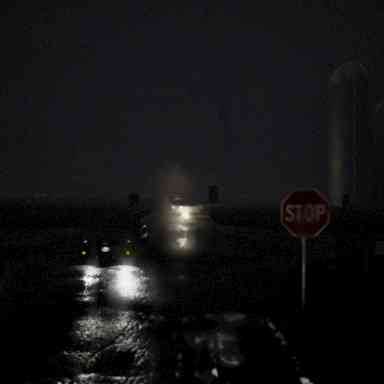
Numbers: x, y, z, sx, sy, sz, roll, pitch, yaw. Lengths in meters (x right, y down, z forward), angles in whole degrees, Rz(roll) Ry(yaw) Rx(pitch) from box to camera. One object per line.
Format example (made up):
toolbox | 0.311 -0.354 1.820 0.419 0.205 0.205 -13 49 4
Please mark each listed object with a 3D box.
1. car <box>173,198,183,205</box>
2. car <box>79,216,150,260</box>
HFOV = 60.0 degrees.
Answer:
car | -2.773 1.798 64.596 1.895 1.301 4.718 0 0 0
car | -2.752 1.639 12.604 1.994 1.385 4.181 0 0 0
